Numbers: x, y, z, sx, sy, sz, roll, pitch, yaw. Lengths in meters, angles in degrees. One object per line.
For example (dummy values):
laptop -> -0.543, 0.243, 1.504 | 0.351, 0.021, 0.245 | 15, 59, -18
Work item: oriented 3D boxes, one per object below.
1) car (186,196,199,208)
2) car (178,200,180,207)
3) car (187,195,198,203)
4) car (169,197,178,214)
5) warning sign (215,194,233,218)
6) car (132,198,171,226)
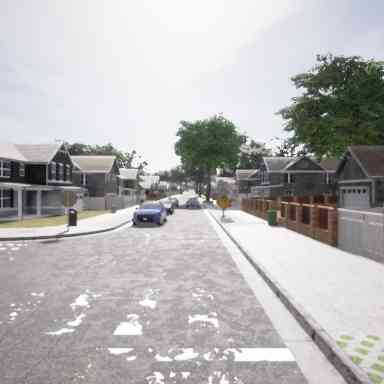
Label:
car -> 0.109, 1.498, 46.942 | 2.033, 1.411, 5.357 | 0, 0, 0
car -> -2.829, 1.475, 47.800 | 1.812, 1.442, 4.674 | 0, 0, 0
car -> 0.108, 1.446, 68.841 | 2.033, 1.411, 5.357 | 0, 0, 0
car -> -2.843, 1.523, 34.691 | 2.033, 1.411, 5.357 | 0, 0, 0
warning sign -> 2.524, 1.104, 26.288 | 1.300, 1.860, 1.060 | 0, 0, 0
car -> -2.913, 1.468, 23.761 | 1.882, 1.535, 5.008 | 0, 0, 2
